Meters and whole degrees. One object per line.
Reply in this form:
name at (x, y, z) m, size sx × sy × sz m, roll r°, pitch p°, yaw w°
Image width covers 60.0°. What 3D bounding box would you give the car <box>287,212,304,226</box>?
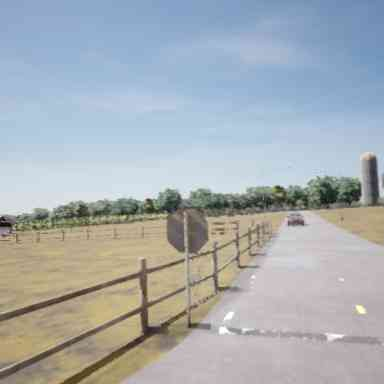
car at (13.872, 3.541, 44.465) m, size 2.097 × 1.767 × 4.553 m, roll -3°, pitch -3°, yaw 17°
